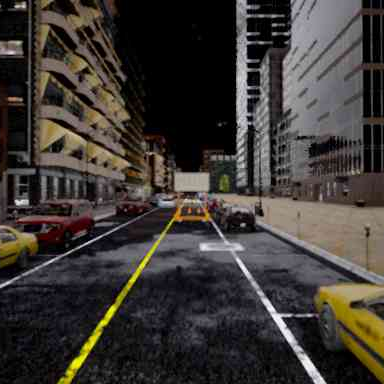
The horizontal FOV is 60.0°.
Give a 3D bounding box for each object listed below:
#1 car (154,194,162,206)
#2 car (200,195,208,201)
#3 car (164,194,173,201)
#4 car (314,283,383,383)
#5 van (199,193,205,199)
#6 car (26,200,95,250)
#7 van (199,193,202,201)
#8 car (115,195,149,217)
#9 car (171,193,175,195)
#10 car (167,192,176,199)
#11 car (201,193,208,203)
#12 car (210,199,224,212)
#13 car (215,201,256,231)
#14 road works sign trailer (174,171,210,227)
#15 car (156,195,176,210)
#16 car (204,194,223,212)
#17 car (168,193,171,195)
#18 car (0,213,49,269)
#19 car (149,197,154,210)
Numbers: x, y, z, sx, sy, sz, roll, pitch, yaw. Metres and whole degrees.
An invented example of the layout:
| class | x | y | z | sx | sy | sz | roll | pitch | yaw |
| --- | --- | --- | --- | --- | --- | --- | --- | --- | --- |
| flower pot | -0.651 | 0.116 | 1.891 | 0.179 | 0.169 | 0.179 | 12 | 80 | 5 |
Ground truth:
| class | x | y | z | sx | sy | sz | roll | pitch | yaw |
| --- | --- | --- | --- | --- | --- | --- | --- | --- | --- |
| car | -5.671 | 1.430 | 47.666 | 1.947 | 1.339 | 4.313 | 1 | 0 | 0 |
| car | 2.715 | 1.372 | 75.511 | 1.802 | 1.307 | 4.206 | 1 | 0 | 0 |
| car | -5.664 | 1.302 | 80.914 | 1.752 | 1.417 | 4.829 | 1 | 0 | 0 |
| car | 2.702 | 1.515 | 3.277 | 1.752 | 1.417 | 4.829 | 1 | 0 | 0 |
| van | 2.721 | 1.088 | 92.221 | 1.690 | 1.788 | 3.998 | 1 | 0 | 0 |
| car | -5.673 | 1.273 | 14.248 | 2.192 | 1.841 | 5.009 | 1 | 0 | 0 |
| van | 2.716 | 1.161 | 64.373 | 1.690 | 1.788 | 3.998 | 1 | 0 | 0 |
| car | -5.670 | 1.226 | 30.956 | 2.192 | 1.841 | 5.009 | 1 | 0 | 0 |
| car | -5.665 | 1.341 | 75.513 | 2.008 | 1.369 | 4.403 | 1 | 0 | 0 |
| car | -5.659 | 1.063 | 92.223 | 2.192 | 1.841 | 5.009 | 1 | 0 | 0 |
| car | 2.712 | 1.304 | 47.663 | 1.967 | 1.590 | 4.097 | 1 | 0 | 0 |
| car | 2.706 | 1.477 | 25.384 | 2.008 | 1.369 | 4.403 | 1 | 0 | 0 |
| car | 2.705 | 1.493 | 19.816 | 2.008 | 1.369 | 4.403 | 1 | 0 | 0 |
| road works sign trailer | 0.002 | 0.400 | 22.077 | 2.380 | 3.560 | 2.880 | 0 | 0 | 0 |
| car | -3.075 | 1.405 | 41.905 | 1.812 | 1.442 | 4.674 | 0 | 0 | 0 |
| car | 2.709 | 1.335 | 36.523 | 1.967 | 1.590 | 4.097 | 1 | 0 | 0 |
| car | -5.667 | 1.346 | 64.205 | 1.752 | 1.417 | 4.829 | 1 | 0 | 0 |
| car | -5.677 | 1.500 | 8.509 | 1.752 | 1.417 | 4.829 | 1 | 0 | 0 |
| car | -5.673 | 1.440 | 36.527 | 1.887 | 1.381 | 4.507 | 1 | 0 | 0 |
